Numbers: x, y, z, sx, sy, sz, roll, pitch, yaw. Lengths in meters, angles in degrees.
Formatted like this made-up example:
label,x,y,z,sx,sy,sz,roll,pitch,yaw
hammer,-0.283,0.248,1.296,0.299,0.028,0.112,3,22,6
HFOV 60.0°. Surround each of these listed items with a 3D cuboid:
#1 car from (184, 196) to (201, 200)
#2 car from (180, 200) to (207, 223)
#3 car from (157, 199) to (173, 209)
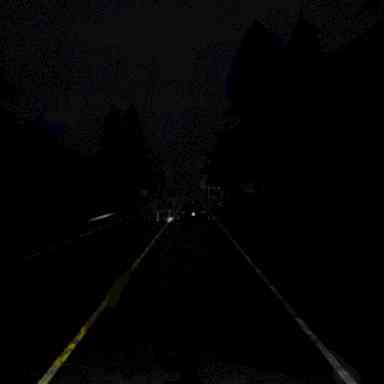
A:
label,x,y,z,sx,sy,sz,roll,pitch,yaw
car,0.102,1.306,42.146,2.097,1.767,4.553,0,0,0
car,0.100,1.535,25.245,1.994,1.385,4.181,0,0,0
car,-3.499,1.583,43.483,1.895,1.301,4.718,0,0,0
